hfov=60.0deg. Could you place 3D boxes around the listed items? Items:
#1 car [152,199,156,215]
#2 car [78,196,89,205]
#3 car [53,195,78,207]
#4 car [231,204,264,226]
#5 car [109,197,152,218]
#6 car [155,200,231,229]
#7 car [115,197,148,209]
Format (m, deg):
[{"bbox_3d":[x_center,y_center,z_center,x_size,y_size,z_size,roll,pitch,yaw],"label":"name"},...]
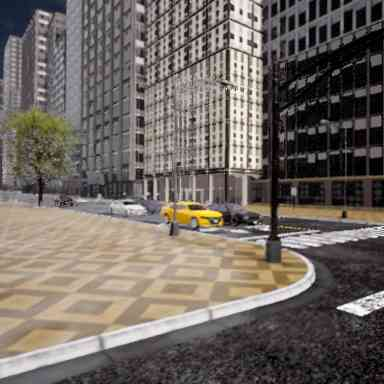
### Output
[{"bbox_3d":[-3.988,1.417,31.948,2.033,1.411,5.357,1,0,-37],"label":"car"},{"bbox_3d":[-16.969,1.280,49.504,1.895,1.301,4.718,1,0,-36],"label":"car"},{"bbox_3d":[-17.135,1.189,44.233,1.837,1.490,4.892,1,0,-36],"label":"car"},{"bbox_3d":[2.456,1.506,23.300,2.033,1.411,5.357,1,0,-37],"label":"car"},{"bbox_3d":[-5.593,1.376,28.662,1.812,1.442,4.674,1,0,-37],"label":"car"},{"bbox_3d":[-0.097,1.403,21.287,1.882,1.535,5.008,1,0,-37],"label":"car"},{"bbox_3d":[-7.921,1.358,43.000,2.033,1.411,5.357,1,0,-37],"label":"car"}]
